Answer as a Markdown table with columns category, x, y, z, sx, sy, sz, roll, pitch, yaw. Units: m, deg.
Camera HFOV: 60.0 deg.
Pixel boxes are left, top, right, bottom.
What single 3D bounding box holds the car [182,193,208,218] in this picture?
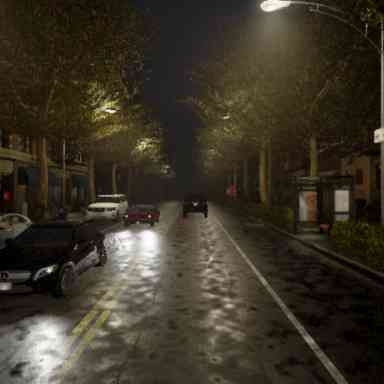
| category | x | y | z | sx | sy | sz | roll | pitch | yaw |
| --- | --- | --- | --- | --- | --- | --- | --- | --- | --- |
| car | 0.308 | 1.201 | 30.636 | 2.150 | 2.045 | 5.566 | 0 | -1 | 0 |

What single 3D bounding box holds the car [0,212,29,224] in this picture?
| category | x | y | z | sx | sy | sz | roll | pitch | yaw |
| --- | --- | --- | --- | --- | --- | --- | --- | --- | --- |
| car | -7.063 | 1.476 | 11.372 | 2.231 | 1.521 | 4.892 | 0 | 0 | 0 |

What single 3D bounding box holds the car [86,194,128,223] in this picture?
| category | x | y | z | sx | sy | sz | roll | pitch | yaw |
| --- | --- | --- | --- | --- | --- | --- | --- | --- | --- |
| car | -6.381 | 1.216 | 25.733 | 2.435 | 2.045 | 5.566 | 0 | 0 | 0 |

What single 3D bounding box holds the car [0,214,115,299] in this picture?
| category | x | y | z | sx | sy | sz | roll | pitch | yaw |
| --- | --- | --- | --- | --- | --- | --- | --- | --- | --- |
| car | -3.542 | 1.521 | 8.606 | 1.812 | 1.442 | 4.674 | 0 | 0 | 0 |

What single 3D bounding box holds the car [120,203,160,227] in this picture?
| category | x | y | z | sx | sy | sz | roll | pitch | yaw |
| --- | --- | --- | --- | --- | --- | --- | --- | --- | --- |
| car | -3.347 | 1.590 | 22.894 | 1.895 | 1.301 | 4.718 | 0 | 0 | 0 |

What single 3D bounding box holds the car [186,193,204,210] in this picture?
| category | x | y | z | sx | sy | sz | roll | pitch | yaw |
| --- | --- | --- | --- | --- | --- | --- | --- | --- | --- |
| car | 0.385 | 1.201 | 43.273 | 2.150 | 2.045 | 5.566 | 0 | 0 | 0 |
